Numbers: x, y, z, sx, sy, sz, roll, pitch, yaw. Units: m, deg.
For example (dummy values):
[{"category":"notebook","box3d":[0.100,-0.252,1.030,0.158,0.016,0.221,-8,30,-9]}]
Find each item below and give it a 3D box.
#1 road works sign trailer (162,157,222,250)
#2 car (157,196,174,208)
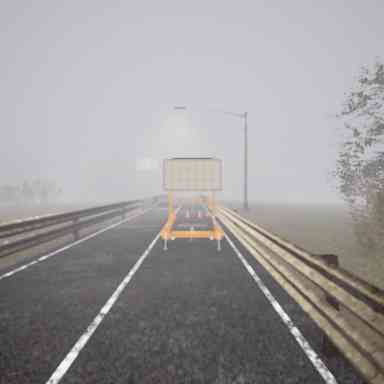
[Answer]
[{"category":"road works sign trailer","box3d":[0.019,0.357,13.807,2.380,3.560,2.880,0,0,0]},{"category":"car","box3d":[-3.310,1.216,42.851,2.033,1.411,5.357,0,0,0]}]
